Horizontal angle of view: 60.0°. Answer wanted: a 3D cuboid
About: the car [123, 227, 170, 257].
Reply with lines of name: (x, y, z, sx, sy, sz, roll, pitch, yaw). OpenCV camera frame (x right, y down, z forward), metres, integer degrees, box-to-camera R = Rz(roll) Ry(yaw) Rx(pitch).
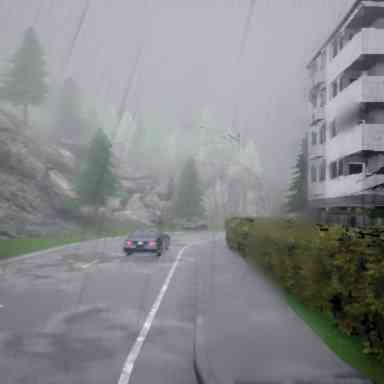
car: (-2.359, 2.655, 18.322, 2.033, 1.411, 5.357, 2, -4, 3)

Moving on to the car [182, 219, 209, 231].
car: (0.537, 4.258, 42.880, 2.033, 1.411, 5.357, 4, -2, 22)
